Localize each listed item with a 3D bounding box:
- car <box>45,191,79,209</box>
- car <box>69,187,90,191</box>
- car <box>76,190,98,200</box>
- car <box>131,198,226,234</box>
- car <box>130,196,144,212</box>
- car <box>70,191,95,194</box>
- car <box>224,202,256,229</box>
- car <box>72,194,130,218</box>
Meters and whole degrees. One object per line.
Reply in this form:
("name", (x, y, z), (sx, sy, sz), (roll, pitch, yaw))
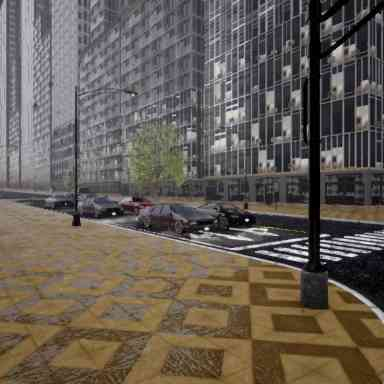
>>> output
("car", (-13.366, 0.939, 33.584), (1.994, 1.385, 4.181), (0, 1, -38))
("car", (-16.487, 0.338, 48.456), (2.150, 2.045, 5.566), (0, 1, -38))
("car", (-17.469, 0.511, 54.999), (1.837, 1.490, 4.892), (0, 1, -38))
("car", (-0.940, 1.292, 17.708), (2.033, 1.411, 5.357), (0, 1, -38))
("car", (-4.579, 1.083, 27.614), (1.812, 1.442, 4.674), (0, 1, -38))
("car", (-10.995, 0.913, 35.825), (2.033, 1.411, 5.357), (0, 1, -38))
("car", (1.751, 1.309, 19.545), (1.994, 1.385, 4.181), (0, 1, -38))
("car", (-7.157, 1.107, 25.636), (2.033, 1.411, 5.357), (0, 1, -38))
